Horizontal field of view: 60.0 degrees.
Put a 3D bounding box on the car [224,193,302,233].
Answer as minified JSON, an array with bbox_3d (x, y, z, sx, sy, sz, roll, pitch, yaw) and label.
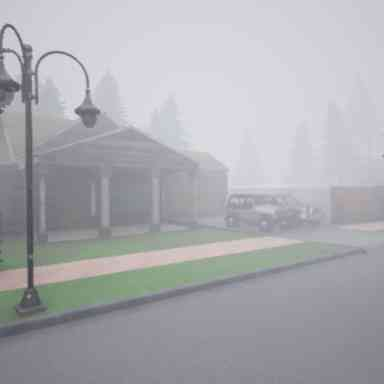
[{"bbox_3d":[3.413,1.034,17.454,1.905,1.878,3.866,-1,0,-36],"label":"car"}]

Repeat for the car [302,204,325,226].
[{"bbox_3d":[5.210,1.005,19.254,1.932,1.855,4.605,-1,0,-36],"label":"car"}]
